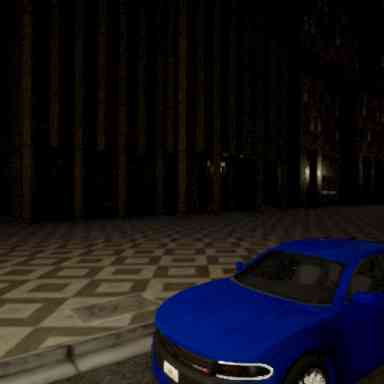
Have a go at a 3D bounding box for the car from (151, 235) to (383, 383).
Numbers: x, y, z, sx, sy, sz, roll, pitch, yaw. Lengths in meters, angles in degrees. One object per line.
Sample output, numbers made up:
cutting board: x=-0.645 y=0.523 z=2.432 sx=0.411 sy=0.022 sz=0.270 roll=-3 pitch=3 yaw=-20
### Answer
car: x=1.828 y=1.449 z=4.680 sx=5.008 sy=1.535 sz=1.882 roll=-1 pitch=0 yaw=-35
